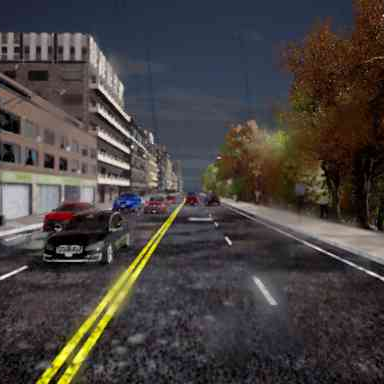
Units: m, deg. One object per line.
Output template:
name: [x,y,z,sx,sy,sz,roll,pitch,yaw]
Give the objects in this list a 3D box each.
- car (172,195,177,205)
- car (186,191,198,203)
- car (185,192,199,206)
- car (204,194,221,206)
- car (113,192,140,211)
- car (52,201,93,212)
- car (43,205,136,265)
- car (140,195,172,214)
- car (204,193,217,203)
car: [-3.299,1.250,52.023,1.812,1.442,4.674,0,0,0]
car: [-0.020,0.929,60.238,2.150,2.045,5.566,0,0,0]
car: [-0.016,1.231,49.792,1.882,1.535,5.008,0,0,0]
car: [3.233,1.276,49.794,1.837,1.490,4.892,0,0,0]
car: [-6.587,1.007,34.573,2.150,2.045,5.566,0,0,0]
car: [-6.615,1.330,18.837,1.882,1.535,5.008,0,0,0]
car: [-3.355,1.439,11.473,1.837,1.490,4.892,0,1,0]
car: [-3.346,1.164,31.874,2.097,1.767,4.553,0,0,0]
car: [3.230,1.078,60.180,2.097,1.767,4.553,0,0,0]
